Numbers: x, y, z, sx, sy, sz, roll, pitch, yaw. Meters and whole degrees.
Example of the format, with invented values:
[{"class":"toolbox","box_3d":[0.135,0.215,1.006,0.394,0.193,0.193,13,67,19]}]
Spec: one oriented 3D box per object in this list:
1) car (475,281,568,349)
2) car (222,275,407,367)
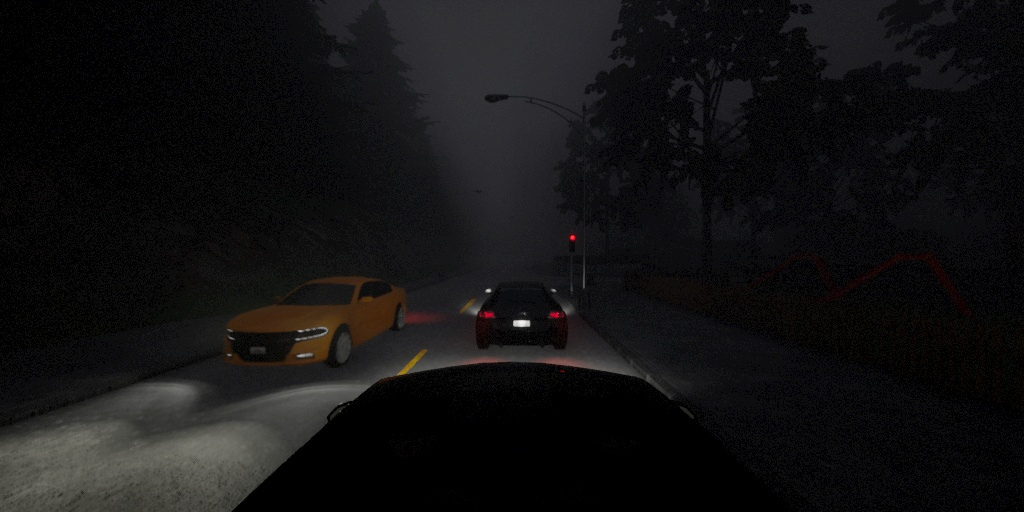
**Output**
[{"class":"car","box_3d":[0.228,1.314,9.141,1.994,1.385,4.181,0,0,1]},{"class":"car","box_3d":[-3.936,1.227,8.143,1.882,1.535,5.008,0,0,2]}]
